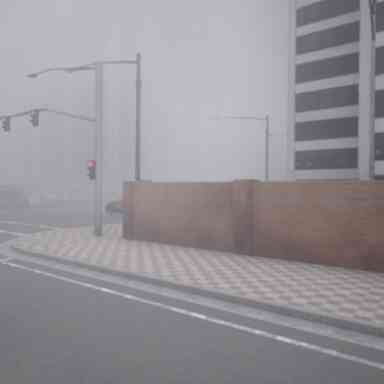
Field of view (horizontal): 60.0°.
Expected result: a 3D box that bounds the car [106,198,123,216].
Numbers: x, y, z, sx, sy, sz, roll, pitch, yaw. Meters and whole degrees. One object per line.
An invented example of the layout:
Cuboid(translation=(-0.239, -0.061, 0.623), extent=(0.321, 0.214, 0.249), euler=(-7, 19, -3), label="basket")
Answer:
Cuboid(translation=(-5.093, 1.250, 28.464), extent=(2.128, 1.511, 4.902), euler=(1, 0, 36), label="car")

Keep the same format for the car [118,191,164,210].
Cuboid(translation=(-5.926, 0.896, 39.540), extent=(2.150, 2.045, 5.566), euler=(1, 1, 36), label="car")
